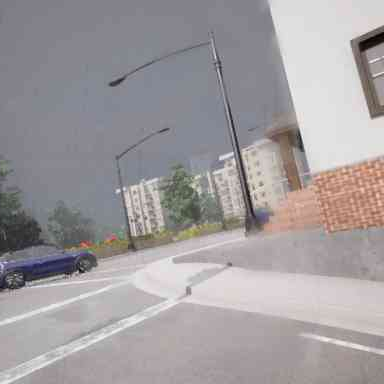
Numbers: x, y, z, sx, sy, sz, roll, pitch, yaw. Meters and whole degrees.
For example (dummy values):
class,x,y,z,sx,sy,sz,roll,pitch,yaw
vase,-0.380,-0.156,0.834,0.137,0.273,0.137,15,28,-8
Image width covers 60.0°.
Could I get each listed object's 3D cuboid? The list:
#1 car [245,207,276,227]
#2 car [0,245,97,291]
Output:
class,x,y,z,sx,sy,sz,roll,pitch,yaw
car,7.549,2.706,35.122,2.150,2.045,5.566,-16,-9,35
car,-6.830,3.268,15.464,4.553,1.767,2.097,-4,-10,-46
